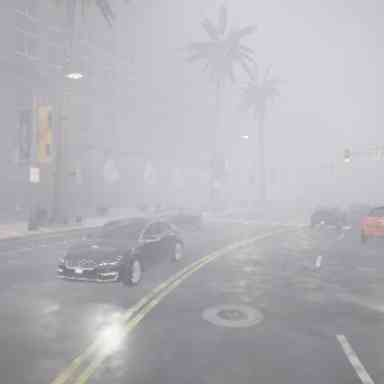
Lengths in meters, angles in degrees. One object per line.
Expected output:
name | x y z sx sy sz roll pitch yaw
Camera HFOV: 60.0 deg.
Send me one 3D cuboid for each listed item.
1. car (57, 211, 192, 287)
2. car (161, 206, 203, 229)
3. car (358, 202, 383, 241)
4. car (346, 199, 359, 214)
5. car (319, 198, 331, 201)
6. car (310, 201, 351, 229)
car | -1.725 1.510 9.618 1.837 1.490 4.892 0 0 19
car | -0.977 1.562 19.945 1.812 1.442 4.674 0 0 32
car | 9.871 1.486 16.839 2.097 1.767 4.553 0 0 31
car | 19.570 1.841 38.745 1.994 1.385 4.181 0 0 33
car | 28.852 1.955 72.089 2.161 1.482 4.786 0 0 32
car | 9.443 1.650 22.864 1.837 1.490 4.892 0 0 32
